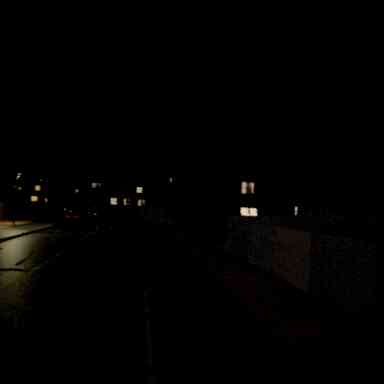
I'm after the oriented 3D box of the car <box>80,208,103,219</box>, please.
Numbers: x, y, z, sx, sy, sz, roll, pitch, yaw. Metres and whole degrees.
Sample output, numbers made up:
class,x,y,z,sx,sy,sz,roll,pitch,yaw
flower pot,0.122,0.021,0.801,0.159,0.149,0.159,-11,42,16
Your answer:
class,x,y,z,sx,sy,sz,roll,pitch,yaw
car,-12.587,2.635,41.483,1.994,1.385,4.181,5,-3,-31

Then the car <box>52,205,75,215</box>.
class,x,y,z,sx,sy,sz,roll,pitch,yaw
car,-19.095,2.629,49.580,1.812,1.442,4.674,6,-4,-45
